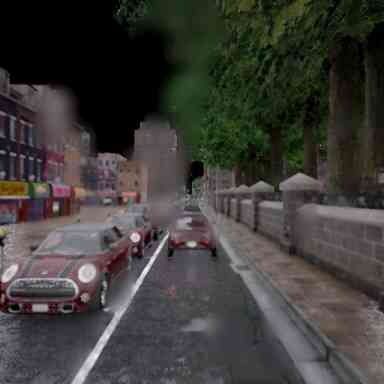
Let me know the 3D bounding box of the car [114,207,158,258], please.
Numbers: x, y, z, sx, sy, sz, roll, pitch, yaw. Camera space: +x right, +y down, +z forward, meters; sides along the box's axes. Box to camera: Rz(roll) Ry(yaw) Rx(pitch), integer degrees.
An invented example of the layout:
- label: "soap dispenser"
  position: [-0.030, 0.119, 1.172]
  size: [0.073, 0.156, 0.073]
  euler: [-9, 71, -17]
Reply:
- label: "car"
  position: [-2.652, 1.578, 13.087]
  size: [1.967, 1.590, 4.097]
  euler: [0, -1, 0]

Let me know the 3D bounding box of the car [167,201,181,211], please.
- label: "car"
  position: [-2.655, 2.102, 49.703]
  size: [1.802, 1.307, 4.206]
  euler: [0, -1, 0]

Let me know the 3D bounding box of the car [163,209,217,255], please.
- label: "car"
  position: [0.016, 1.672, 13.891]
  size: [1.812, 1.442, 4.674]
  euler: [0, 0, 0]

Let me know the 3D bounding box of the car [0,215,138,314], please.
- label: "car"
  position: [-2.651, 1.523, 7.816]
  size: [1.967, 1.590, 4.097]
  euler: [0, -1, 0]

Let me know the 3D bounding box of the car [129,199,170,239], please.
- label: "car"
  position: [-2.652, 1.508, 18.358]
  size: [2.192, 1.841, 5.009]
  euler: [0, -1, 0]

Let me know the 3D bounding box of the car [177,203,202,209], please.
- label: "car"
  position: [0.006, 1.863, 28.460]
  size: [1.994, 1.385, 4.181]
  euler: [0, 0, 1]

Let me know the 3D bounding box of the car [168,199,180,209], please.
- label: "car"
  position: [-2.652, 1.673, 34.168]
  size: [2.192, 1.841, 5.009]
  euler: [0, -1, 0]

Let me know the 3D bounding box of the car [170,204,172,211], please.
- label: "car"
  position: [-2.652, 1.772, 23.456]
  size: [1.752, 1.417, 4.829]
  euler: [0, -1, 0]

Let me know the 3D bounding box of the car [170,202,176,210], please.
- label: "car"
  position: [-2.652, 1.827, 28.726]
  size: [1.752, 1.417, 4.829]
  euler: [0, -1, 0]

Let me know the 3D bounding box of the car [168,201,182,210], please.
- label: "car"
  position: [-2.656, 2.124, 53.366]
  size: [1.947, 1.339, 4.313]
  euler: [0, -1, 0]
